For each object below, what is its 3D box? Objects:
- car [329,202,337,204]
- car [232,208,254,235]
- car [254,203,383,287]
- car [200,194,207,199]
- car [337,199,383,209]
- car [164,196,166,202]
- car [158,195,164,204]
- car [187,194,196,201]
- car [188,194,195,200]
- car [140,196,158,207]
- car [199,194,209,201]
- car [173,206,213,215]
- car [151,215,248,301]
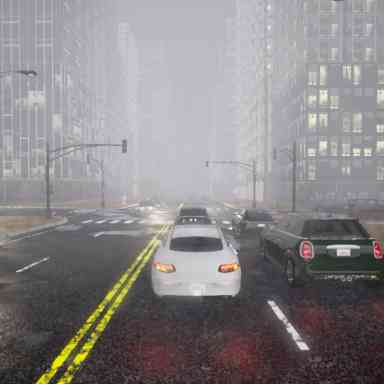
[{"bbox_3d":[15.004,1.701,35.378,4.718,1.301,1.895,0,1,1],"label":"car"},{"bbox_3d":[3.305,1.555,17.823,1.994,1.385,4.181,0,0,0],"label":"car"},{"bbox_3d":[3.327,1.348,9.436,2.097,1.767,4.553,0,0,0],"label":"car"},{"bbox_3d":[3.023,1.266,90.749,1.812,1.442,4.674,0,0,0],"label":"car"},{"bbox_3d":[16.127,1.519,29.575,5.009,1.841,2.192,1,0,1],"label":"car"},{"bbox_3d":[-6.680,1.416,71.451,1.882,1.535,5.008,0,0,0],"label":"car"},{"bbox_3d":[-6.721,1.429,61.076,1.882,1.535,5.008,0,0,1],"label":"car"},{"bbox_3d":[-0.200,1.418,80.325,1.837,1.490,4.892,0,0,0],"label":"car"},{"bbox_3d":[-0.227,1.220,90.742,1.882,1.535,5.008,0,0,0],"label":"car"},{"bbox_3d":[-6.717,1.528,50.752,1.994,1.385,4.181,0,0,0],"label":"car"},{"bbox_3d":[3.050,1.396,80.332,1.882,1.535,5.008,0,0,0],"label":"car"},{"bbox_3d":[0.057,1.495,17.408,1.837,1.490,4.892,0,0,0],"label":"car"},{"bbox_3d":[0.081,1.522,8.160,1.812,1.442,4.674,0,0,0],"label":"car"}]
